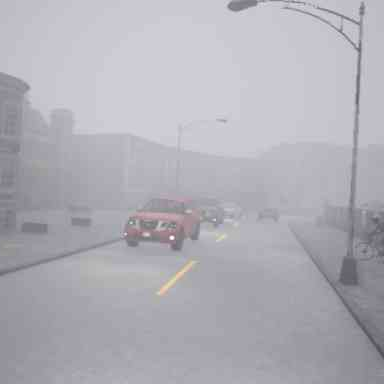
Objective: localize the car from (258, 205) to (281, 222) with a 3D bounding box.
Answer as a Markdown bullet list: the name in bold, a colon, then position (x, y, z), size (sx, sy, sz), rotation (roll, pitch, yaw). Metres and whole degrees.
- **car**: position (7.867, 2.109, 33.654), size (2.128, 1.511, 4.902), rotation (3, 0, 19)

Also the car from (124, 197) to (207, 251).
- **car**: position (-1.050, 1.258, 14.937), size (2.150, 2.045, 5.566), rotation (3, 0, 13)

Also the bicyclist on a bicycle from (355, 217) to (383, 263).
- **bicyclist on a bicycle**: position (6.887, 1.773, 12.221), size (1.656, 1.620, 0.582), rotation (3, 0, 13)

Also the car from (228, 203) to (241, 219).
- **car**: position (3.888, 1.944, 34.919), size (1.812, 1.442, 4.674), rotation (3, 0, 24)

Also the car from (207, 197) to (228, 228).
- **car**: position (1.145, 1.435, 25.069), size (2.150, 2.045, 5.566), rotation (3, 0, 11)
